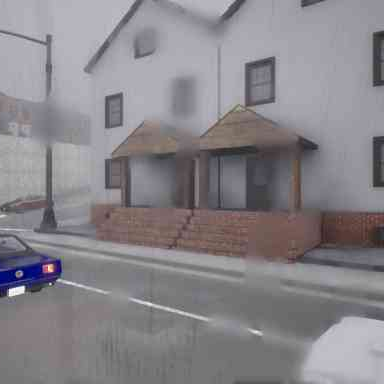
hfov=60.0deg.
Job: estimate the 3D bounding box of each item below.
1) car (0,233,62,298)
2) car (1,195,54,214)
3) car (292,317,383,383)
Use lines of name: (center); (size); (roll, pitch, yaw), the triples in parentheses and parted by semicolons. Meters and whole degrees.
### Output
car: (-5.131, 1.601, 7.632); (4.718, 1.301, 1.895); (0, 0, 36)
car: (-14.385, 0.973, 29.266); (1.994, 1.385, 4.181); (0, 7, 35)
car: (2.984, 1.601, 1.853); (4.718, 1.301, 1.895); (0, 0, 36)
